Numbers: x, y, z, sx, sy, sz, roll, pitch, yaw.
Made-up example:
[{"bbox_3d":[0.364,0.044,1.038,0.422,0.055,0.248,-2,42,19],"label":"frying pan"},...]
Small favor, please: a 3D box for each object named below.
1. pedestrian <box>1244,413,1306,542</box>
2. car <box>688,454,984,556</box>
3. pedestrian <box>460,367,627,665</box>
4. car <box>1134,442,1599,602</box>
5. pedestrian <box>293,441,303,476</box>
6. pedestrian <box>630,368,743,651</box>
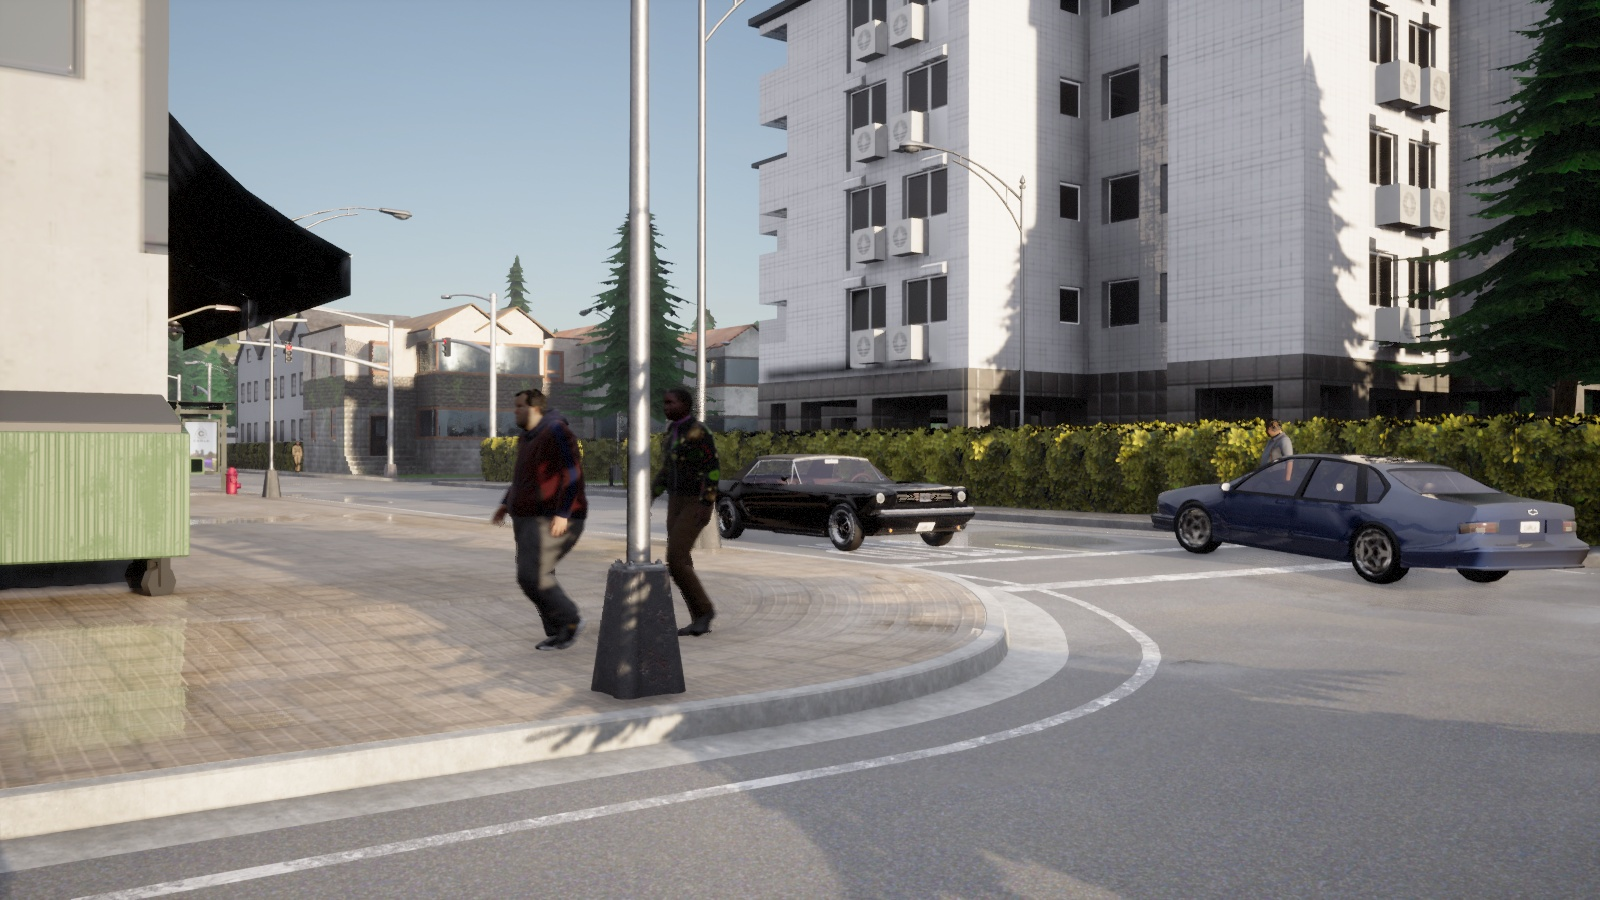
[{"bbox_3d":[6.912,0.396,18.285,0.694,1.848,0.540,0,0,0],"label":"pedestrian"},{"bbox_3d":[0.369,0.714,18.579,1.895,1.301,4.718,0,0,-36],"label":"car"},{"bbox_3d":[-1.697,0.410,8.303,0.899,1.844,0.634,0,0,-36],"label":"pedestrian"},{"bbox_3d":[6.627,0.712,15.403,2.033,1.411,5.357,1,2,-22],"label":"car"},{"bbox_3d":[-27.722,0.454,69.333,0.396,1.930,0.692,0,0,-30],"label":"pedestrian"},{"bbox_3d":[-0.807,0.407,8.962,0.692,1.930,0.395,0,0,-40],"label":"pedestrian"}]
